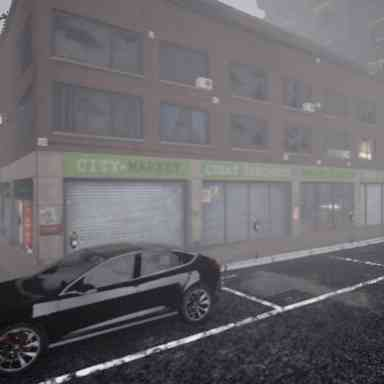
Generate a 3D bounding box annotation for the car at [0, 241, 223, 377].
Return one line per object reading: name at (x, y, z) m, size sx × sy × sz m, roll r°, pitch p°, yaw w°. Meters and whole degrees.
car at (-1.419, 1.564, 5.556) m, size 4.313 × 1.339 × 1.947 m, roll 0°, pitch 0°, yaw -35°
